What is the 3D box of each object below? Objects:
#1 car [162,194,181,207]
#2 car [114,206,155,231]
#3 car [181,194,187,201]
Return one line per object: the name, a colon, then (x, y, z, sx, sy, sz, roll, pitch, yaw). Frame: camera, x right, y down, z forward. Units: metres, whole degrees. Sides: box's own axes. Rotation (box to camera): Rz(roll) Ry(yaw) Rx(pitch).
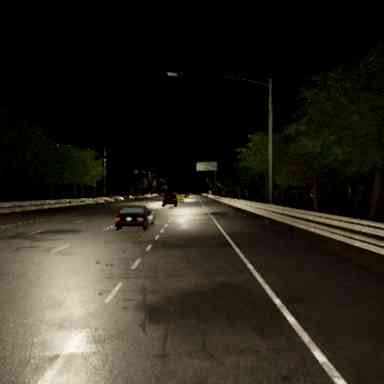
car: (-3.353, 1.262, 51.523, 2.150, 2.045, 5.566, 0, 0, 0)
car: (-3.476, 1.558, 20.866, 2.033, 1.411, 5.357, 0, 0, 0)
car: (-3.065, 1.539, 88.663, 1.882, 1.535, 5.008, 0, 0, 1)
